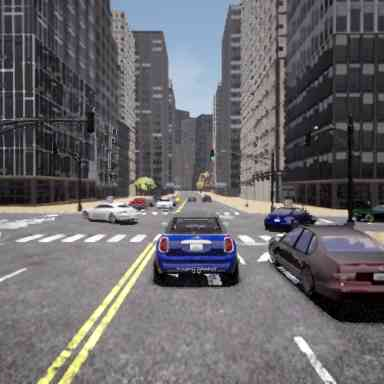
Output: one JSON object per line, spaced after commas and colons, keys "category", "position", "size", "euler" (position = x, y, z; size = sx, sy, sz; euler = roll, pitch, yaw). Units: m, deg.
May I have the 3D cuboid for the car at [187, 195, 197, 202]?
{"category": "car", "position": [0.019, 1.469, 71.543], "size": [2.128, 1.511, 4.902], "euler": [0, 0, 0]}

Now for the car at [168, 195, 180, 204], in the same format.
{"category": "car", "position": [-3.235, 1.434, 61.424], "size": [1.882, 1.535, 5.008], "euler": [0, 0, 0]}

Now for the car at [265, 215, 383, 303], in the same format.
{"category": "car", "position": [3.351, 1.544, 8.390], "size": [2.033, 1.411, 5.357], "euler": [0, 0, 0]}

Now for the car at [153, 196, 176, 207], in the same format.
{"category": "car", "position": [-3.331, 1.502, 41.518], "size": [1.812, 1.442, 4.674], "euler": [0, 0, 0]}

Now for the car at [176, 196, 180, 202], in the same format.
{"category": "car", "position": [-3.313, 1.515, 51.208], "size": [2.033, 1.411, 5.357], "euler": [0, 0, 0]}

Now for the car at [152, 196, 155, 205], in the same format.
{"category": "car", "position": [-6.563, 1.514, 51.689], "size": [2.033, 1.411, 5.357], "euler": [0, 0, 0]}

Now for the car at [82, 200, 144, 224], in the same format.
{"category": "car", "position": [-6.092, 1.481, 24.594], "size": [4.674, 1.442, 1.812], "euler": [1, 1, 35]}

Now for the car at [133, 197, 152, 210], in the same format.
{"category": "car", "position": [-6.580, 1.454, 41.762], "size": [1.882, 1.535, 5.008], "euler": [0, 0, 0]}

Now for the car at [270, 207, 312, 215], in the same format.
{"category": "car", "position": [6.403, 1.676, 21.463], "size": [1.994, 1.385, 4.181], "euler": [1, 1, 40]}

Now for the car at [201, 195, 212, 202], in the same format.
{"category": "car", "position": [3.269, 1.443, 72.182], "size": [1.837, 1.490, 4.892], "euler": [0, 0, 0]}

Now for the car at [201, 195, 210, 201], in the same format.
{"category": "car", "position": [3.273, 1.524, 82.205], "size": [1.895, 1.301, 4.718], "euler": [0, 0, 0]}

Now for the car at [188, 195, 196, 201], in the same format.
{"category": "car", "position": [0.022, 1.469, 81.762], "size": [2.033, 1.411, 5.357], "euler": [0, 0, 0]}

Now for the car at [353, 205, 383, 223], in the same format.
{"category": "car", "position": [15.162, 1.711, 26.339], "size": [4.718, 1.301, 1.895], "euler": [0, 1, 1]}

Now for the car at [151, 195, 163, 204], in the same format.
{"category": "car", "position": [-6.485, 1.433, 62.059], "size": [1.882, 1.535, 5.008], "euler": [0, 0, 0]}

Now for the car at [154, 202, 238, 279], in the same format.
{"category": "car", "position": [0.103, 1.348, 10.151], "size": [2.097, 1.767, 4.553], "euler": [0, 0, 0]}
